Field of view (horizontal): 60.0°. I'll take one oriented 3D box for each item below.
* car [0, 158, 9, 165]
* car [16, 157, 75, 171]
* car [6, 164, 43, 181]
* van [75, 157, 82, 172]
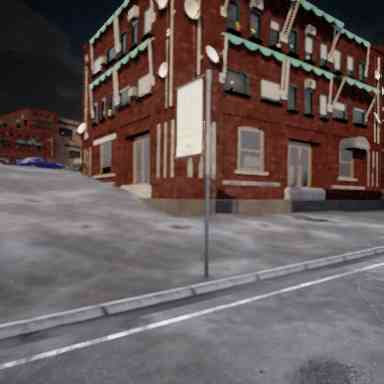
[{"bbox_3d":[-17.716,-2.707,27.492,2.002,1.452,4.674,0,-2,41],"label":"car"},{"bbox_3d":[-14.155,-2.524,31.735,2.002,1.452,4.674,0,-2,40],"label":"car"},{"bbox_3d":[-23.472,-2.668,46.417,5.566,2.045,2.435,0,-2,39],"label":"car"},{"bbox_3d":[-10.569,-2.579,36.137,1.878,1.987,4.442,0,-2,39],"label":"van"}]
